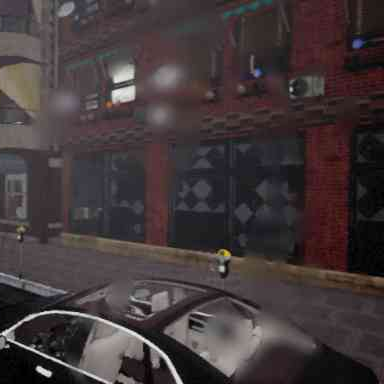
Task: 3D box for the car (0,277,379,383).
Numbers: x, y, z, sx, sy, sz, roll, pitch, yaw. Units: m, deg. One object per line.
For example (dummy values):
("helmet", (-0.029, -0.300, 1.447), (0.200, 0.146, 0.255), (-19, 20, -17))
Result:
("car", (-0.652, 1.551, 3.175), (4.403, 1.369, 2.008), (0, 1, 36))
